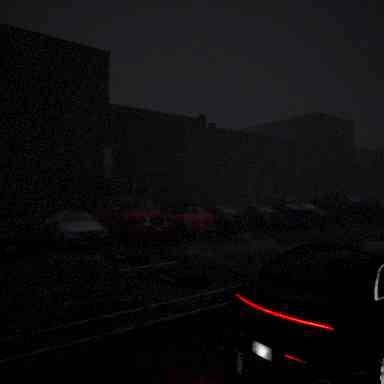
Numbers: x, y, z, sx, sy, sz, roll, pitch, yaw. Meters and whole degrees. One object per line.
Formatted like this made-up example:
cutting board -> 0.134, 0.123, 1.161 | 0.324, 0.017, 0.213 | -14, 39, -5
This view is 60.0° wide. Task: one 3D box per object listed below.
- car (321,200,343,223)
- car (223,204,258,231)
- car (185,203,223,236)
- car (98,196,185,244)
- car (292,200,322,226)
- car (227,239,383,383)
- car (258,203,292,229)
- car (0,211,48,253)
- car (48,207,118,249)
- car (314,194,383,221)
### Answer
car -> 8.174, 1.509, 24.501 | 2.002, 1.452, 4.674 | 0, 0, -36
car -> 1.339, 1.528, 19.612 | 2.002, 1.452, 4.674 | 0, 0, -36
car -> -0.782, 1.369, 18.061 | 2.185, 1.767, 4.553 | 0, 0, -36
car -> -3.028, 1.249, 16.460 | 2.435, 2.045, 5.566 | 0, 0, -36
car -> 5.934, 1.474, 22.891 | 2.097, 1.535, 5.008 | 0, 0, -36
car -> 2.744, 1.501, 5.089 | 4.892, 1.490, 1.837 | 0, 0, -35
car -> 3.689, 1.521, 21.291 | 2.002, 1.452, 4.674 | 0, 0, -36
car -> -7.515, 1.541, 13.253 | 2.163, 1.488, 4.792 | 0, 0, -36
car -> -5.290, 1.546, 14.882 | 2.002, 1.452, 4.674 | 0, 0, -36
car -> 12.678, 1.210, 27.681 | 2.435, 2.045, 5.566 | 0, 0, -36
